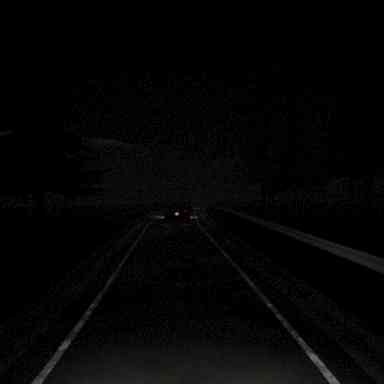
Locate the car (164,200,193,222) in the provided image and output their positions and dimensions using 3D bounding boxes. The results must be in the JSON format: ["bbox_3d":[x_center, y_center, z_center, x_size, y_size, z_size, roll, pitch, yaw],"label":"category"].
[{"bbox_3d":[-1.174,1.584,26.358,1.994,1.385,4.181,0,0,-2],"label":"car"}]

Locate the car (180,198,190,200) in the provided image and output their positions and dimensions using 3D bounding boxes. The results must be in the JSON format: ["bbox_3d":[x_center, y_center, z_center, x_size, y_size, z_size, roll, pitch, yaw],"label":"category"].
[{"bbox_3d":[-0.876,1.555,42.987,1.812,1.442,4.674,0,0,4],"label":"car"}]
